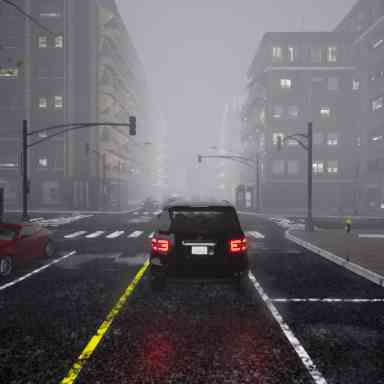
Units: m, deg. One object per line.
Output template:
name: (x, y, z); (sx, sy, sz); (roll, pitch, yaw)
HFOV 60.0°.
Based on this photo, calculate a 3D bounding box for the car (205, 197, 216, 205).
car: (3.260, 1.543, 59.268); (1.887, 1.381, 4.507); (0, 0, 1)

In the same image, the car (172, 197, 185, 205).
car: (-2.466, 1.563, 61.610); (1.994, 1.385, 4.181); (0, 0, 1)

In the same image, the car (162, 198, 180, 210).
car: (-2.671, 1.562, 43.069); (1.994, 1.385, 4.181); (0, 0, 2)

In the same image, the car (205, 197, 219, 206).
car: (3.204, 1.549, 53.630); (2.008, 1.369, 4.403); (0, 0, 1)

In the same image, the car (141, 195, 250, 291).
car: (0.171, 1.221, 9.114); (2.150, 2.045, 5.566); (0, 0, 1)

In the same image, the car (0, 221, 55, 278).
car: (-5.607, 1.581, 10.033); (1.802, 1.307, 4.206); (0, 0, 1)

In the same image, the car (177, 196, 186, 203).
car: (-2.302, 1.522, 71.915); (1.812, 1.442, 4.674); (0, 0, 1)

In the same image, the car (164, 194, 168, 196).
car: (-5.010, 1.314, 70.633); (2.192, 1.841, 5.009); (0, 0, 1)

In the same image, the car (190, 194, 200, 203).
car: (0.724, 1.354, 72.938); (2.097, 1.767, 4.553); (0, 0, 1)

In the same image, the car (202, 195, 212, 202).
car: (3.426, 1.440, 76.184); (1.967, 1.590, 4.097); (0, 0, 1)

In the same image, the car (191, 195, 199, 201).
car: (0.806, 1.477, 82.715); (1.882, 1.535, 5.008); (0, 0, 1)

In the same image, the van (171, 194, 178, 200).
van: (-4.786, 1.340, 93.188); (1.690, 1.788, 3.998); (0, 0, 1)

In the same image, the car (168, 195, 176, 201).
car: (-4.899, 1.525, 81.741); (1.752, 1.417, 4.829); (0, 0, 1)

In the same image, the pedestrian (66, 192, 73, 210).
pedestrian: (-12.395, 0.902, 33.504); (0.375, 1.860, 0.375); (0, -1, 0)
